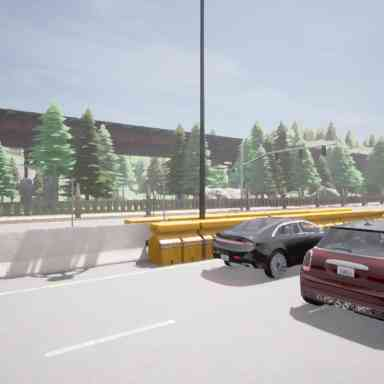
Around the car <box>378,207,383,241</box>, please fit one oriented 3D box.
[{"bbox_3d":[11.309,1.492,16.119,4.902,1.511,2.128,0,0,-36],"label":"car"}]

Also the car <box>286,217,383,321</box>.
[{"bbox_3d":[4.310,1.352,6.825,4.553,1.767,2.097,0,0,-36],"label":"car"}]

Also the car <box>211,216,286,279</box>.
[{"bbox_3d":[2.825,1.491,10.062,4.902,1.511,2.128,0,0,-36],"label":"car"}]
